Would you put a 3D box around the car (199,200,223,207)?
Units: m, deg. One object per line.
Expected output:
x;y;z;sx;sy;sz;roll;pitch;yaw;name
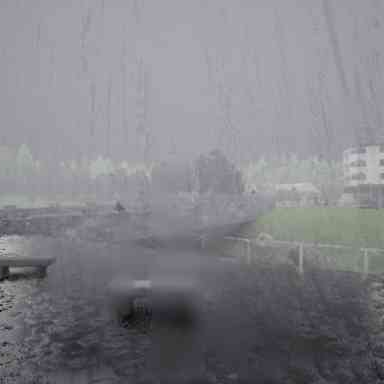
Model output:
2.759;1.858;48.162;1.994;1.385;4.181;-1;0;36;car

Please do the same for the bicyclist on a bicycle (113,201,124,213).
-6.221;1.594;28.351;1.656;1.620;0.582;-1;-1;35;bicyclist on a bicycle
